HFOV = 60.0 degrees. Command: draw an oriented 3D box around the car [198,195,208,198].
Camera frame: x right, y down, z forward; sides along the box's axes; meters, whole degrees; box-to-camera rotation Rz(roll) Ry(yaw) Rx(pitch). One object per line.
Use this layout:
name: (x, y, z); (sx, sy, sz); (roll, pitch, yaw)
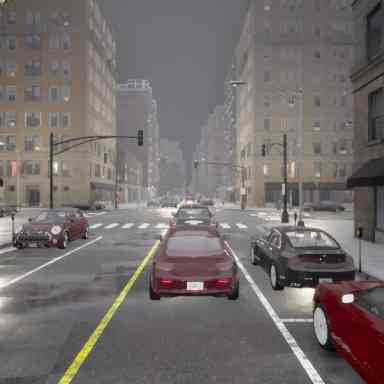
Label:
car: (2.449, 1.590, 52.731); (1.887, 1.381, 4.507); (0, 0, -1)

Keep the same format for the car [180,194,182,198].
car: (-3.408, 1.604, 67.325); (1.812, 1.442, 4.674); (0, 0, 0)

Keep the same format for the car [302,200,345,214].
car: (14.647, 1.648, 37.215); (4.674, 1.442, 1.812); (0, 0, 1)

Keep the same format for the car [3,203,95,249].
car: (-5.874, 1.445, 14.278); (1.967, 1.590, 4.097); (0, 0, 0)

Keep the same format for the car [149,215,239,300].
car: (0.022, 1.528, 8.299); (1.812, 1.442, 4.674); (0, 0, -1)

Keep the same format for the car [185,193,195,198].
car: (-0.521, 1.342, 79.459); (2.150, 2.045, 5.566); (0, 0, -1)

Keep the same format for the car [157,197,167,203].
car: (-6.261, 1.666, 69.162); (1.802, 1.307, 4.206); (0, 0, -1)

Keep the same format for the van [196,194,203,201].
van: (2.018, 1.504, 91.279); (1.690, 1.788, 3.998); (0, 0, -1)

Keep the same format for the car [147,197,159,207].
car: (-6.075, 1.596, 52.639); (2.008, 1.369, 4.403); (0, 0, -1)

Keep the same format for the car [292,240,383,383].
car: (2.670, 1.545, 3.313); (1.887, 1.381, 4.507); (0, 0, 0)

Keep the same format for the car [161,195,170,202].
car: (-6.384, 1.559, 80.178); (1.967, 1.590, 4.097); (0, 0, -1)

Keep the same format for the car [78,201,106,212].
car: (-12.123, 1.606, 37.000); (4.718, 1.301, 1.895); (0, 0, 0)

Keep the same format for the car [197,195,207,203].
car: (2.203, 1.541, 74.759); (1.967, 1.590, 4.097); (0, 0, -1)

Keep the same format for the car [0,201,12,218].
car: (-17.339, 1.253, 27.016); (4.553, 1.767, 2.097); (0, 0, 0)

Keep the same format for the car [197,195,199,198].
car: (2.388, 1.622, 58.238); (1.947, 1.339, 4.313); (0, 0, -1)

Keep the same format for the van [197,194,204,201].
van: (2.080, 1.482, 85.773); (1.690, 1.788, 3.998); (0, 0, -1)

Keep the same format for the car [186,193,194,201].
car: (-0.642, 1.384, 90.177); (2.150, 2.045, 5.566); (0, 0, -1)

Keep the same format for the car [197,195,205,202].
car: (2.141, 1.560, 80.265); (1.967, 1.590, 4.097); (0, 0, -1)

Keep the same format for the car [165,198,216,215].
car: (0.071, 1.358, 15.647); (2.097, 1.767, 4.553); (0, 0, 0)

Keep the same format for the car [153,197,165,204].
car: (-6.199, 1.613, 63.655); (1.887, 1.381, 4.507); (0, 0, -1)

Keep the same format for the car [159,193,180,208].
car: (-3.254, 1.390, 48.523); (2.097, 1.767, 4.553); (0, 0, -1)

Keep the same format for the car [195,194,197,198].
car: (2.265, 1.399, 69.252); (2.192, 1.841, 5.009); (0, 0, -1)

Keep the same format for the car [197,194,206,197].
car: (2.324, 1.595, 63.915); (1.752, 1.417, 4.829); (0, 0, -1)

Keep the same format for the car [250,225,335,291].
car: (2.660, 1.553, 8.805); (2.008, 1.369, 4.403); (0, 0, 0)

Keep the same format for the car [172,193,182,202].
car: (-3.504, 1.336, 77.855); (2.150, 2.045, 5.566); (0, 0, -1)
